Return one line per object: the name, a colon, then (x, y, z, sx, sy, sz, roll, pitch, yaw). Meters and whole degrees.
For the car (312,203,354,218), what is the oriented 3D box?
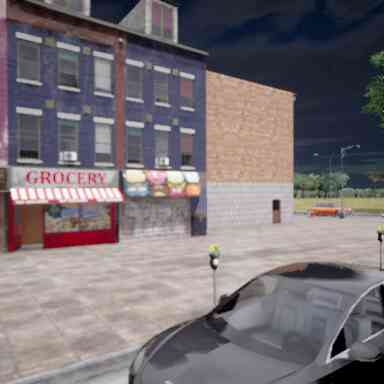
car: (15.949, 2.018, 37.847, 2.097, 1.767, 4.553, 0, -1, -35)

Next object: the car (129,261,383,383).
car: (1.421, 1.589, 3.833, 4.313, 1.339, 1.947, 1, -1, -35)
